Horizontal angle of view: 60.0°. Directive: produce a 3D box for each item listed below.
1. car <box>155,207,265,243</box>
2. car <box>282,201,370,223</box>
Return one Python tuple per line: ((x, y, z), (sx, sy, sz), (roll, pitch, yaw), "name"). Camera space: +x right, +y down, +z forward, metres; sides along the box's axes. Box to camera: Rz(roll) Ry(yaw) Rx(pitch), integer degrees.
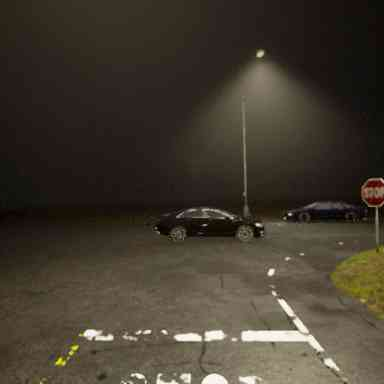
((0.789, 1.436, 15.103), (4.902, 1.511, 2.128), (0, -1, 0), "car")
((8.833, 1.321, 22.154), (5.357, 1.411, 2.033), (-1, -2, 0), "car")
